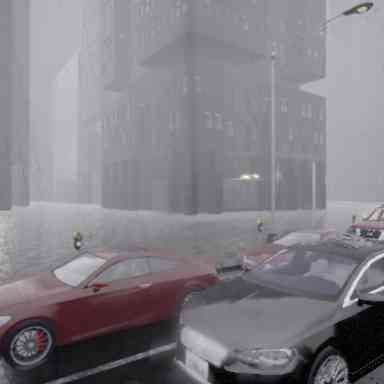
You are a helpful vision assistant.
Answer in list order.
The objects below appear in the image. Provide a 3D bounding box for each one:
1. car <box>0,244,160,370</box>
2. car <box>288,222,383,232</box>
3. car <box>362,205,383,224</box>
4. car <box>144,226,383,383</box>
[{"bbox_3d":[-1.377,1.607,5.678,4.206,1.307,1.802,0,0,-36],"label":"car"},{"bbox_3d":[3.211,1.633,9.022,4.206,1.307,1.802,0,0,-36],"label":"car"},{"bbox_3d":[7.800,1.393,12.367,5.009,1.841,2.192,0,0,-36],"label":"car"},{"bbox_3d":[2.030,1.520,4.861,4.902,1.511,2.128,0,0,-36],"label":"car"}]
